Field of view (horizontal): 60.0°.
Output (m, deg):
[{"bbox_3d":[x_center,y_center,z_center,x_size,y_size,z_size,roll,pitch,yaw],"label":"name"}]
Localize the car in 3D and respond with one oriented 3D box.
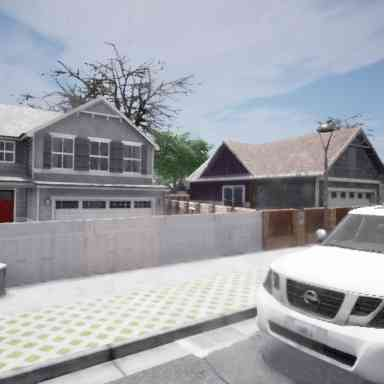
[{"bbox_3d":[3.563,1.222,5.379,5.566,2.045,2.150,0,0,-35],"label":"car"}]
